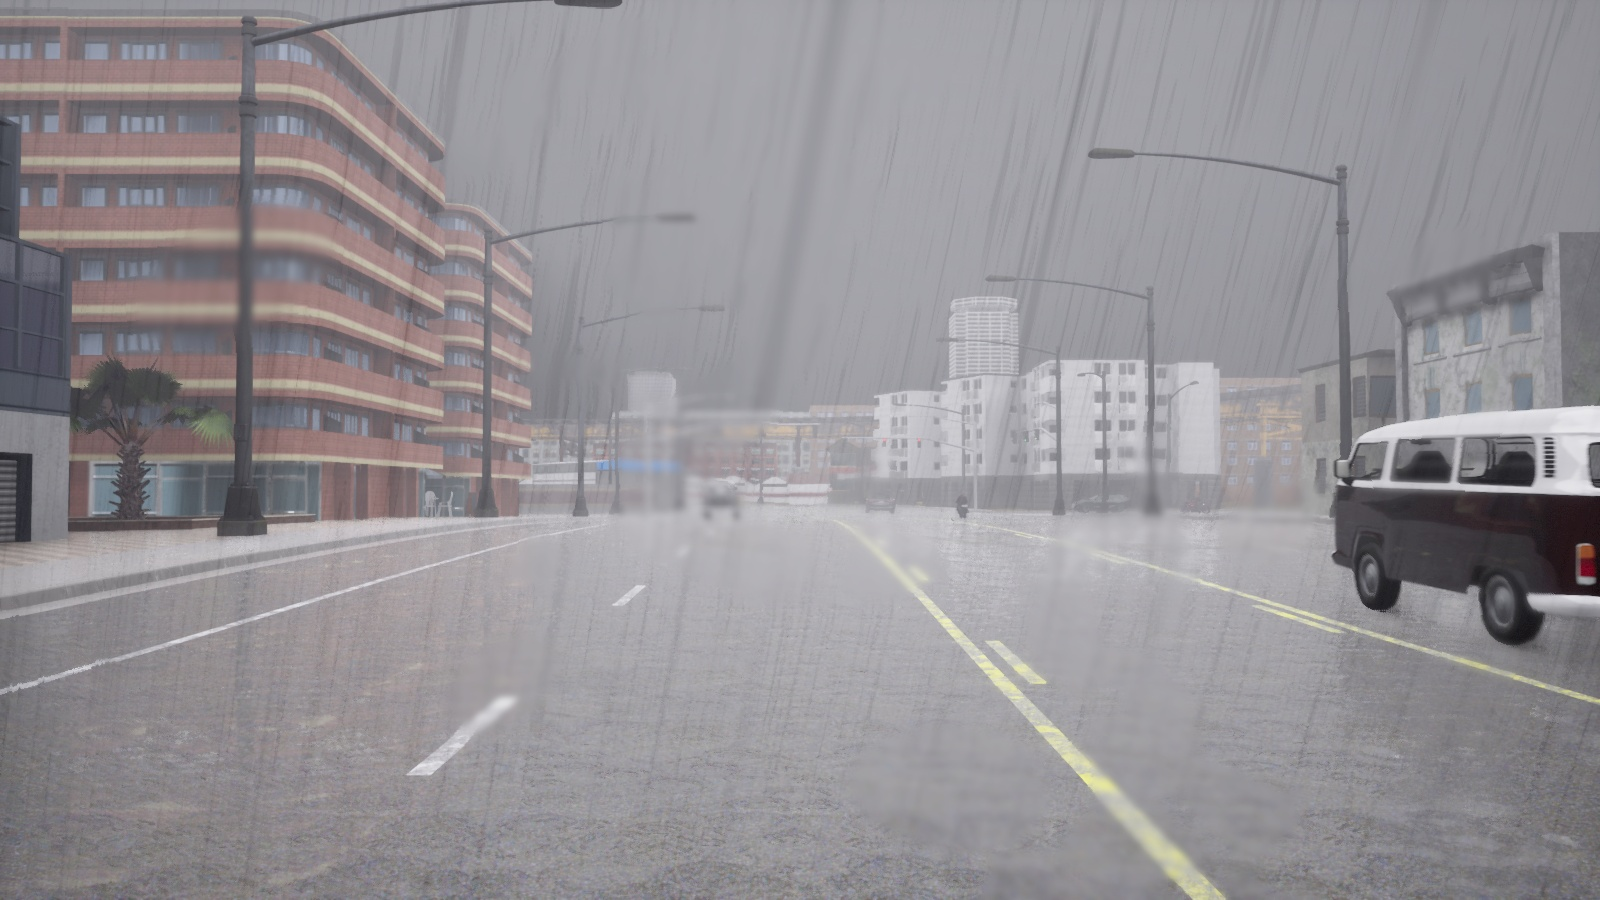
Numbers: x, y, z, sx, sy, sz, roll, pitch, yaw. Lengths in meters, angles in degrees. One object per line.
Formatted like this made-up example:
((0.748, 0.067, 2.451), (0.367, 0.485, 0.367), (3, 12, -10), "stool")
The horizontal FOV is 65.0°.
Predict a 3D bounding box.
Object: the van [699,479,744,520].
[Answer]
((-4.066, 2.632, 65.658), (2.069, 2.038, 4.480), (-1, -3, 0), "van")

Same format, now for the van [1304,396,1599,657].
((6.796, 0.598, 12.069), (2.069, 2.038, 4.480), (-1, 0, 0), "van")
